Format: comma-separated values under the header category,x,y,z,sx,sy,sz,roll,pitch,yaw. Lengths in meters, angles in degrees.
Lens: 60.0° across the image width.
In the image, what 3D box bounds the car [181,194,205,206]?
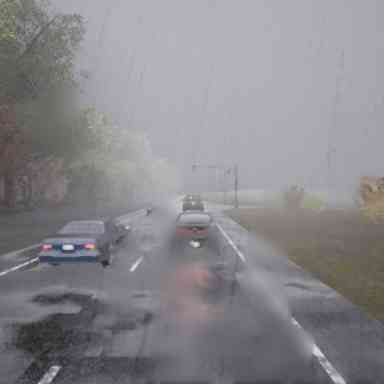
category,x,y,z,sx,sy,sz,roll,pitch,yaw
car,0.117,1.259,33.619,2.150,2.045,5.566,0,-1,0

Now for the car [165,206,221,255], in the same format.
category,x,y,z,sx,sy,sz,roll,pitch,yaw
car,0.107,1.522,13.447,1.837,1.490,4.892,0,-1,0

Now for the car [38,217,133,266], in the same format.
category,x,y,z,sx,sy,sz,roll,pitch,yaw
car,-3.393,1.565,11.629,2.033,1.411,5.357,0,0,0

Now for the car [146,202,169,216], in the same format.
category,x,y,z,sx,sy,sz,roll,pitch,yaw
car,-3.383,1.645,33.306,1.895,1.301,4.718,0,0,0
